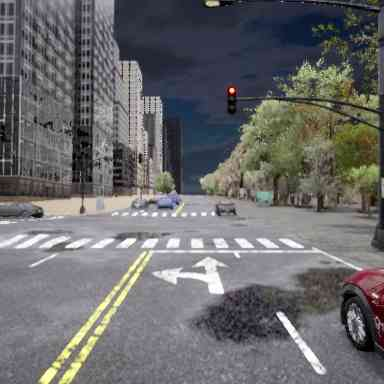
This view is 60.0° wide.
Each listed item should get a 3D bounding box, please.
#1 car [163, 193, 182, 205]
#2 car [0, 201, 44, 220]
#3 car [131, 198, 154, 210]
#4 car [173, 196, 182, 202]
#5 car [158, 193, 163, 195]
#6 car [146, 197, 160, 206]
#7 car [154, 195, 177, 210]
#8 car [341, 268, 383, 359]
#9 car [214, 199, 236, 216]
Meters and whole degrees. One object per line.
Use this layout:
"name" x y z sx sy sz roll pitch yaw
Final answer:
"car" -3.368 1.238 57.635 2.150 2.045 5.566 0 1 0
"car" -13.822 1.409 25.903 4.181 1.385 1.994 1 -2 3
"car" -6.623 1.505 42.723 2.128 1.511 4.902 0 0 0
"car" -3.296 1.539 74.018 1.812 1.442 4.674 0 0 0
"car" -6.545 1.253 73.301 2.150 2.045 5.566 0 0 0
"car" -6.619 1.622 57.084 1.895 1.301 4.718 0 0 0
"car" -3.375 1.494 42.564 1.882 1.535 5.008 0 1 0
"car" 3.341 1.346 3.317 2.097 1.767 4.553 -1 0 0
"car" 3.316 1.496 33.696 2.128 1.511 4.902 -1 1 0
